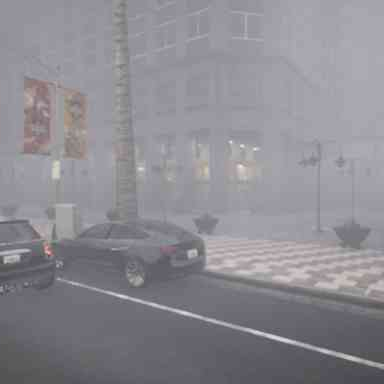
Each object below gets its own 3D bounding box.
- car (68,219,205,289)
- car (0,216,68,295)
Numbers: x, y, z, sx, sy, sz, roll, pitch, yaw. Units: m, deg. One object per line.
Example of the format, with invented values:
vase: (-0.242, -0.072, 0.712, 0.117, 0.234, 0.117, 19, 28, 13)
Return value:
car: (-1.905, 1.477, 9.136, 4.786, 1.482, 2.161, 0, 0, 35)
car: (-5.219, 1.306, 7.698, 4.553, 1.767, 2.097, 0, 0, 35)
